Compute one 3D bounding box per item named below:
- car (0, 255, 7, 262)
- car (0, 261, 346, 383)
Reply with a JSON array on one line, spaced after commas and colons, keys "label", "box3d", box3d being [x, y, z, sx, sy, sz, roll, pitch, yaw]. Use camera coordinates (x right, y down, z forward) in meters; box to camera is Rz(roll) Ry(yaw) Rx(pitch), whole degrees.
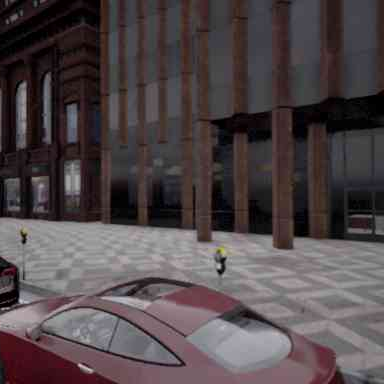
[{"label": "car", "box3d": [-5.215, 1.650, 6.796, 4.313, 1.339, 1.947, -1, 0, 35]}, {"label": "car", "box3d": [-0.625, 1.606, 3.523, 4.206, 1.307, 1.802, -1, 0, 35]}]
